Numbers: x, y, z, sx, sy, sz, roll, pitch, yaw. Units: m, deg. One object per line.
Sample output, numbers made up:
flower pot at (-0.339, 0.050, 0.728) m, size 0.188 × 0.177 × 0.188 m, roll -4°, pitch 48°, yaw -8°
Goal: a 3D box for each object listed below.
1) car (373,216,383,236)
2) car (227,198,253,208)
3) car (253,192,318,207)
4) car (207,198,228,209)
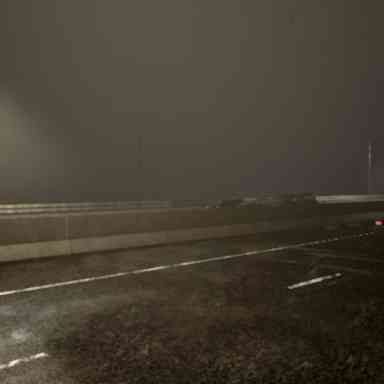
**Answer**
car at (10.638, 1.401, 15.685) m, size 5.357 × 1.411 × 2.033 m, roll -1°, pitch 0°, yaw -36°
car at (5.930, 1.309, 29.780) m, size 4.902 × 1.511 × 2.128 m, roll -1°, pitch 0°, yaw -36°
car at (7.918, 1.040, 26.900) m, size 5.566 × 2.045 × 2.150 m, roll -1°, pitch 0°, yaw -36°
car at (3.653, 1.325, 32.454) m, size 4.892 × 1.490 × 1.837 m, roll -1°, pitch 0°, yaw -36°
